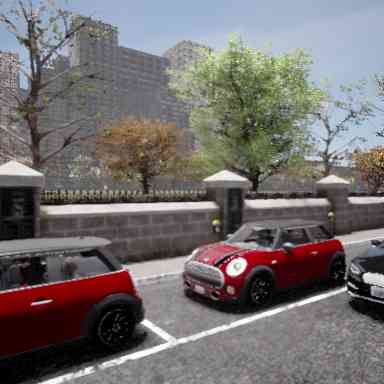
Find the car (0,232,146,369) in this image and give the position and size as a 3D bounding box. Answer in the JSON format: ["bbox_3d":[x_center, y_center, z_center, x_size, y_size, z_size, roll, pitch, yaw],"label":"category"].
[{"bbox_3d":[-2.801,1.439,4.558,4.097,1.590,1.967,0,0,-35],"label":"car"}]

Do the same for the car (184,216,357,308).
[{"bbox_3d":[1.783,1.416,7.825,4.097,1.590,1.967,0,0,-35],"label":"car"}]

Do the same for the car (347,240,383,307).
[{"bbox_3d":[5.248,1.457,7.116,4.902,1.511,2.128,0,0,-35],"label":"car"}]
